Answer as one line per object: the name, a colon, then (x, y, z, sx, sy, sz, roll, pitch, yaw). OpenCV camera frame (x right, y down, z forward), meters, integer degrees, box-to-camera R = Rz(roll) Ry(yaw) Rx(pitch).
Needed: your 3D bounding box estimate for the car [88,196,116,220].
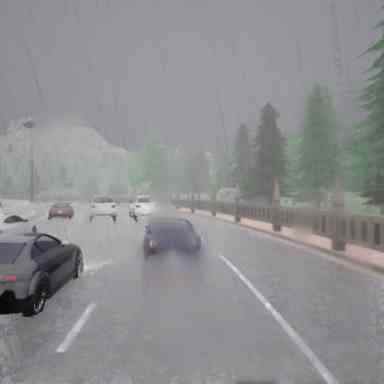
car: (-7.892, 1.345, 29.354, 2.150, 2.045, 5.566, 0, 0, -16)

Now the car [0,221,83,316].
car: (-3.870, 1.601, 7.512, 1.994, 1.385, 4.181, 0, 0, -4)

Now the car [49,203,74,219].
car: (-12.033, 1.705, 30.770, 1.994, 1.385, 4.181, 0, 0, -17)

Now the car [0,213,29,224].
car: (-8.165, 1.598, 14.131, 1.812, 1.442, 4.674, 0, 0, -8)

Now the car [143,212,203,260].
car: (-0.847, 1.646, 12.595, 1.895, 1.301, 4.718, 0, 0, -7)

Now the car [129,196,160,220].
car: (-4.250, 1.334, 29.328, 2.150, 2.045, 5.566, 0, 0, -16)
